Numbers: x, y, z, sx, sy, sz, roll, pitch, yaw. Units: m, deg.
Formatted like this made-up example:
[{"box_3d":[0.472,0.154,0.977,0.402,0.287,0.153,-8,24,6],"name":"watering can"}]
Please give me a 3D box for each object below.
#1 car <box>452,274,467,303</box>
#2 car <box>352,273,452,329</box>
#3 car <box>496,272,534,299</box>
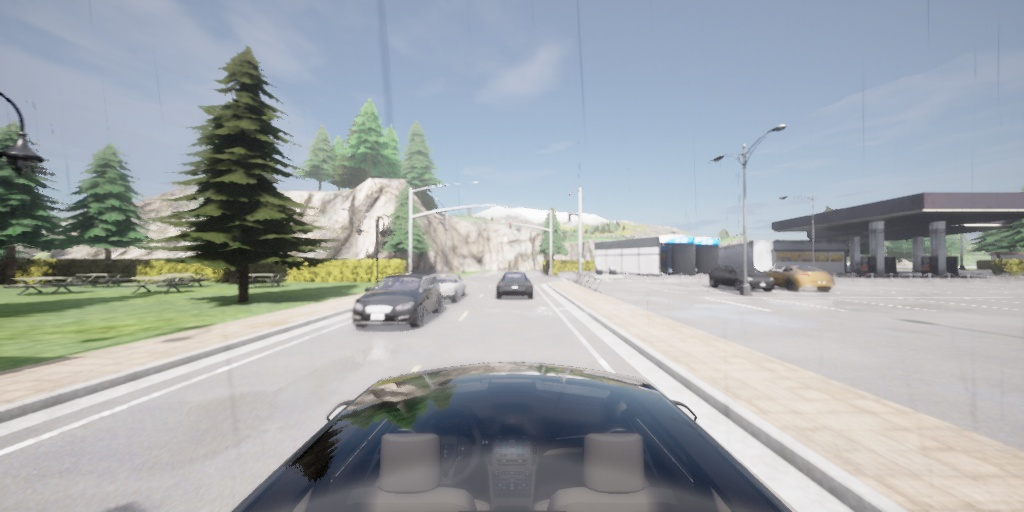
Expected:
[{"box_3d":[-3.464,1.562,18.166,1.895,1.301,4.718,0,-1,0],"name":"car"},{"box_3d":[-3.566,1.374,11.943,2.128,1.511,4.902,0,-1,0],"name":"car"},{"box_3d":[0.144,1.548,19.844,1.994,1.385,4.181,0,-1,0],"name":"car"}]
